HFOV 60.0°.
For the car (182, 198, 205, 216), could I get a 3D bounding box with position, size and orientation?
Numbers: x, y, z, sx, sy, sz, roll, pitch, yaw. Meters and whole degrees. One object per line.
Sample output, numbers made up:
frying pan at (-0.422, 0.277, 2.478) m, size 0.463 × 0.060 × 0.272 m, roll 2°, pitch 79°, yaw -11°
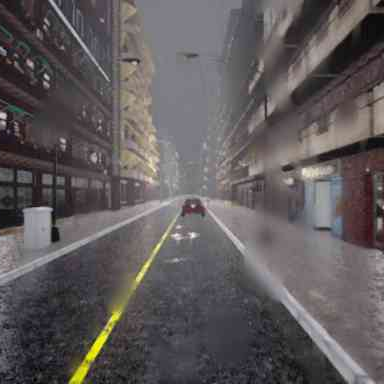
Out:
car at (0.099, 1.325, 31.846) m, size 2.097 × 1.767 × 4.553 m, roll 0°, pitch 0°, yaw 0°
